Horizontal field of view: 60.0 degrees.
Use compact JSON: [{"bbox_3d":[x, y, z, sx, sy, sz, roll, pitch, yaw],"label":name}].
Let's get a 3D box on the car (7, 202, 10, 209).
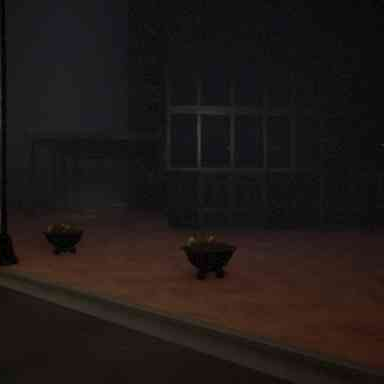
[{"bbox_3d":[-25.654,1.602,43.213,2.128,1.511,4.902,0,0,1],"label":"car"}]
